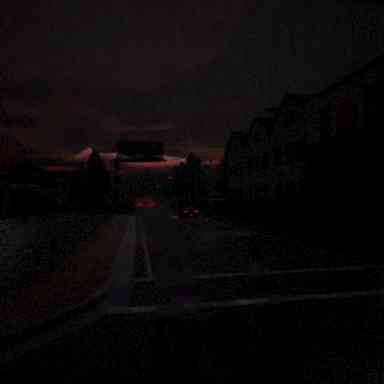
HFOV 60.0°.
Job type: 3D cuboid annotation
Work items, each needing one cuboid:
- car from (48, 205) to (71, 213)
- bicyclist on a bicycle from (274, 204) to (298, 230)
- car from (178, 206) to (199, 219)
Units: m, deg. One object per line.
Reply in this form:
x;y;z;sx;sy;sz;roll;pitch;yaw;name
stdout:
-28.372;3.706;71.157;4.611;1.667;2.242;-1;-1;-10;car
6.112;1.626;21.580;1.656;1.620;0.582;-1;-1;-9;bicyclist on a bicycle
-0.429;2.343;38.192;1.812;1.442;4.674;-1;-1;-9;car
